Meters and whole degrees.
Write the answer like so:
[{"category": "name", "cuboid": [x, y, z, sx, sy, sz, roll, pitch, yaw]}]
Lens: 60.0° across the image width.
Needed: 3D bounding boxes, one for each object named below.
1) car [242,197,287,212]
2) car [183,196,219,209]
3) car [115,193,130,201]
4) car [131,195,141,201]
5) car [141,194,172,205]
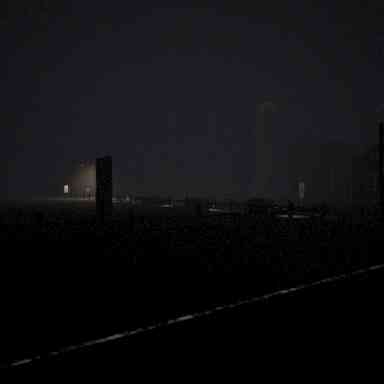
[{"category": "car", "cuboid": [7.038, 1.296, 32.480, 1.837, 1.490, 4.892, -1, 1, -36]}, {"category": "car", "cuboid": [0.962, 1.241, 40.934, 2.033, 1.411, 5.357, -1, 1, -36]}, {"category": "car", "cuboid": [-13.565, 0.895, 66.023, 1.837, 1.490, 4.892, -1, 1, -36]}, {"category": "car", "cuboid": [-8.707, 1.073, 59.292, 1.895, 1.301, 4.718, -1, 1, -36]}, {"category": "car", "cuboid": [-5.103, 1.142, 49.383, 2.033, 1.411, 5.357, -1, 1, -36]}]
